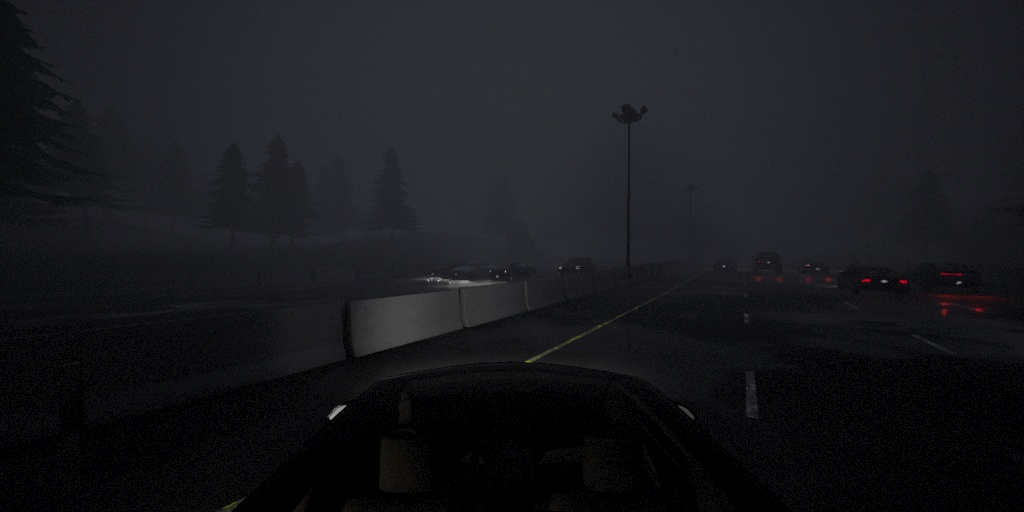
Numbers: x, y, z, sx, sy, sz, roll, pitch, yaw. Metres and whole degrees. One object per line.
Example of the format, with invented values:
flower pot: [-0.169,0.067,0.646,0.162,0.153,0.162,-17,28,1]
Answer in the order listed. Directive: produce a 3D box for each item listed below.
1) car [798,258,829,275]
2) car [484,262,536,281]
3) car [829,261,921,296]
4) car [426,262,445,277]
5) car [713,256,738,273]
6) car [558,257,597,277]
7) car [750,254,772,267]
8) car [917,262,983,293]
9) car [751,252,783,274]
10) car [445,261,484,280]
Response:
car: [27.627,0.931,32.864,1.812,1.442,4.674,0,0,33]
car: [0.073,1.239,29.191,1.895,1.301,4.718,0,1,33]
car: [18.367,1.191,18.470,2.033,1.411,5.357,0,1,33]
car: [-5.488,1.175,33.483,2.033,1.411,5.357,0,1,33]
car: [21.989,0.956,37.040,1.994,1.385,4.181,0,1,33]
car: [5.805,0.936,31.584,2.097,1.767,4.553,0,1,33]
car: [32.637,0.583,47.107,2.128,1.511,4.902,0,1,32]
car: [23.288,1.094,19.649,2.128,1.511,4.902,0,0,33]
car: [24.559,0.628,34.560,2.150,2.045,5.566,0,1,33]
car: [-3.208,1.167,30.561,1.812,1.442,4.674,0,1,33]
